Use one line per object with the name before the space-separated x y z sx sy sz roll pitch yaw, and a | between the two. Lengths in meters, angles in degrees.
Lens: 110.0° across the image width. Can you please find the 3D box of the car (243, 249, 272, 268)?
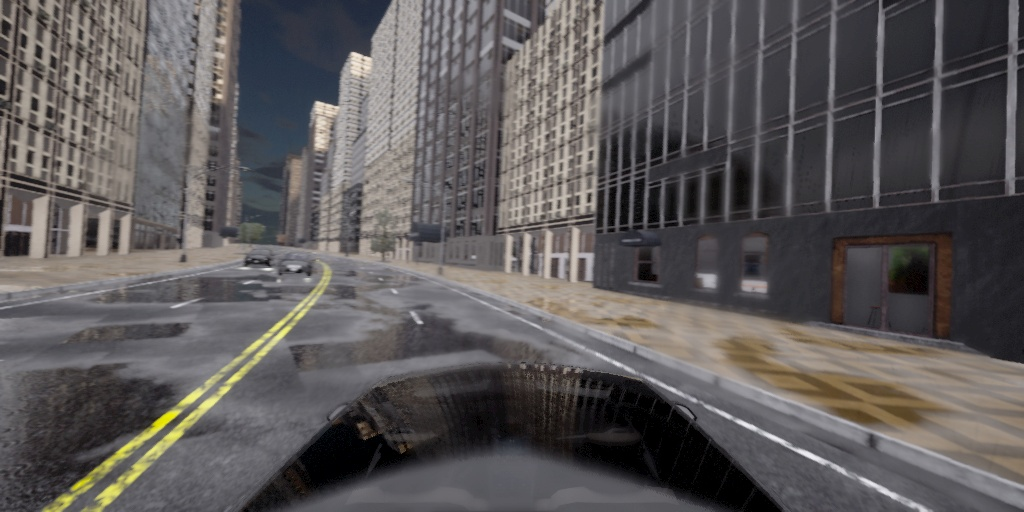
car | -21.149 0.127 30.237 1.837 1.490 4.892 4 0 -28

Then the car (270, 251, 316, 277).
car | -14.128 0.499 23.692 2.128 1.511 4.902 3 0 -26
